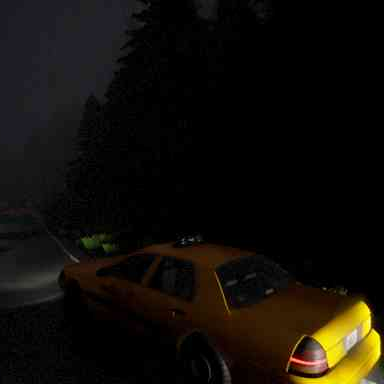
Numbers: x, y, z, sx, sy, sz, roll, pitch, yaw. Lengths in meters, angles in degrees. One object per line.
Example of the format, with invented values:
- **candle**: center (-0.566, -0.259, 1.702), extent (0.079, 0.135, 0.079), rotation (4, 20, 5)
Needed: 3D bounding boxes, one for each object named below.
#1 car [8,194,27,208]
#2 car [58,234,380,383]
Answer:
- **car**: center (-21.043, 1.053, 40.119), extent (2.128, 1.511, 4.902), rotation (-2, 2, -26)
- **car**: center (-0.243, 1.417, 5.097), extent (5.366, 1.575, 1.801), rotation (1, 1, 45)
